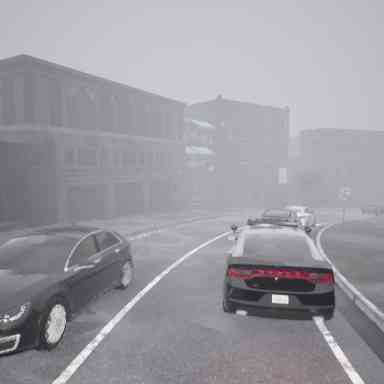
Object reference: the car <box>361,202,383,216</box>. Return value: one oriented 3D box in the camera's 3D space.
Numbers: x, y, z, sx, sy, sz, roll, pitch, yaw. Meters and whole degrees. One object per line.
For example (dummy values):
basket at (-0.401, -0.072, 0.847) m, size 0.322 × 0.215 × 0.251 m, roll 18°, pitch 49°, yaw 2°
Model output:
car at (22.139, 2.018, 39.554) m, size 4.902 × 1.511 × 2.128 m, roll 2°, pitch 3°, yaw -33°

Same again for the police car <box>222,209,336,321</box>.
police car at (1.817, 1.437, 7.611) m, size 1.930 × 1.638 × 5.238 m, roll 1°, pitch 0°, yaw 10°

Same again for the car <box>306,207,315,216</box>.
car at (6.860, 1.621, 21.731) m, size 1.812 × 1.442 × 4.674 m, roll 2°, pitch 1°, yaw 29°

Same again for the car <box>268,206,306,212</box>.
car at (4.437, 1.554, 16.588) m, size 1.837 × 1.490 × 4.892 m, roll 2°, pitch 0°, yaw 22°

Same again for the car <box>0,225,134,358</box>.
car at (-2.589, 1.472, 6.332) m, size 1.837 × 1.490 × 4.892 m, roll 0°, pitch 0°, yaw 9°
